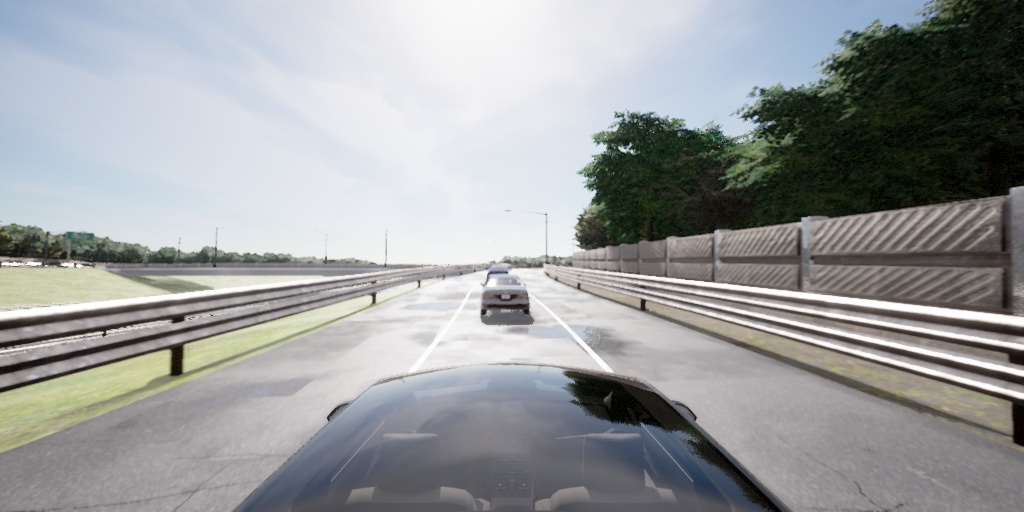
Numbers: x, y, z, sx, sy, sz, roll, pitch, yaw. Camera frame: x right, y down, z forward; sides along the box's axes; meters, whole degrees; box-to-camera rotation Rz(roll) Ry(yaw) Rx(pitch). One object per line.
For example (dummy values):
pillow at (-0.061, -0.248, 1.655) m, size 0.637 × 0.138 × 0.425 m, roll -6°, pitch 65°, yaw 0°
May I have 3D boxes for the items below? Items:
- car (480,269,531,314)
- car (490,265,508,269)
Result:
car at (-0.325, 1.442, 14.553) m, size 2.033 × 1.411 × 5.357 m, roll 0°, pitch -1°, yaw -3°
car at (-1.091, 1.551, 31.180) m, size 1.882 × 1.535 × 5.008 m, roll 0°, pitch 0°, yaw 0°
